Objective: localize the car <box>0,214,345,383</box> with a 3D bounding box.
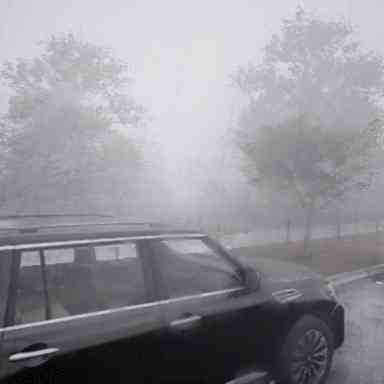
[{"bbox_3d":[-0.728,1.271,3.533,5.566,2.045,2.435,0,0,-35],"label":"car"}]
